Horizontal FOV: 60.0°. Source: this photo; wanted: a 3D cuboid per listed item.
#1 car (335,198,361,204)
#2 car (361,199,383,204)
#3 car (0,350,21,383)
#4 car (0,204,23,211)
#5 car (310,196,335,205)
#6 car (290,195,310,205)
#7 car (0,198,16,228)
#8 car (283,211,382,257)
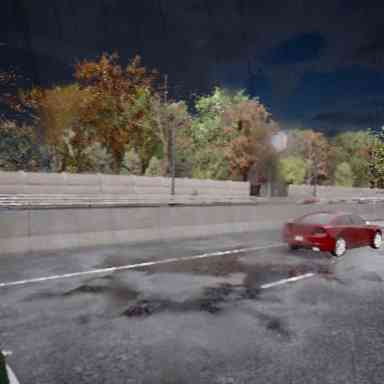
[{"bbox_3d":[21.478,1.586,43.943,4.902,1.511,2.128,1,0,-38],"label":"car"},{"bbox_3d":[23.458,1.651,41.055,4.902,1.511,2.128,1,1,-39],"label":"car"},{"bbox_3d":[-3.303,1.509,1.360,4.718,1.301,1.895,1,1,-39],"label":"car"},{"bbox_3d":[-9.188,1.230,14.845,4.181,1.385,1.994,1,1,-39],"label":"car"},{"bbox_3d":[18.875,1.541,46.341,4.674,1.442,1.812,1,0,-38],"label":"car"},{"bbox_3d":[16.495,1.294,48.910,4.553,1.767,2.097,1,1,-38],"label":"car"},{"bbox_3d":[-11.969,1.091,17.097,4.892,1.490,1.837,1,1,-39],"label":"car"},{"bbox_3d":[5.626,1.481,13.018,5.008,1.535,1.882,1,1,-39],"label":"car"}]
